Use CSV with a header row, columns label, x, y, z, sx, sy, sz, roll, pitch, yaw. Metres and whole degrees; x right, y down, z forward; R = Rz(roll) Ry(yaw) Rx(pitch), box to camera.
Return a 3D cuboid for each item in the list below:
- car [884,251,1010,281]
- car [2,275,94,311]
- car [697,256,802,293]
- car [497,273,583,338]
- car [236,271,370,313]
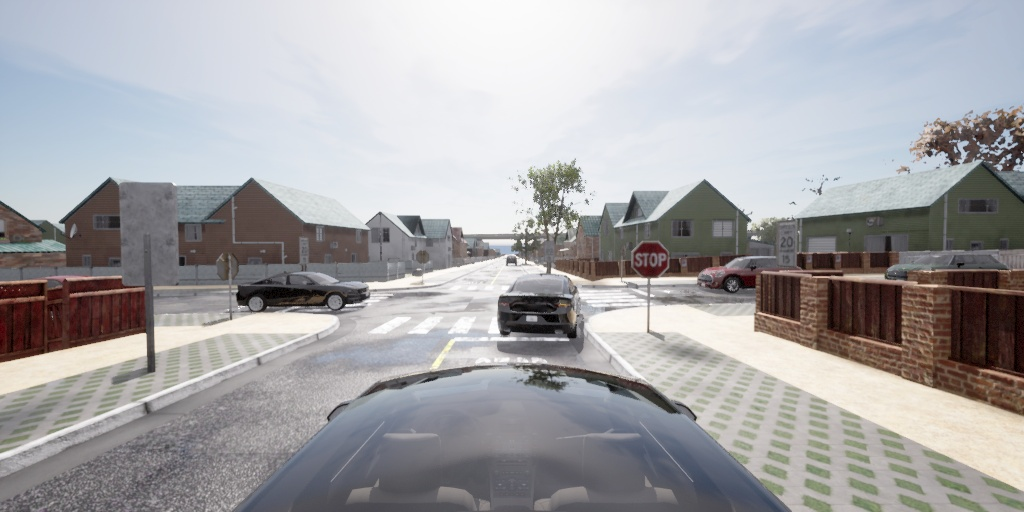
label,x,y,z,sx,sy,sz,roll,pitch,yaw
car,21.681,0.644,17.986,4.553,1.767,2.097,-1,2,0
car,-18.038,1.544,14.719,5.008,1.535,1.882,-1,2,0
car,11.786,0.818,17.902,4.553,1.767,2.097,-1,2,0
car,0.947,1.223,10.279,1.882,1.535,5.008,0,0,12
car,-8.485,1.375,14.794,5.008,1.535,1.882,-1,2,0
